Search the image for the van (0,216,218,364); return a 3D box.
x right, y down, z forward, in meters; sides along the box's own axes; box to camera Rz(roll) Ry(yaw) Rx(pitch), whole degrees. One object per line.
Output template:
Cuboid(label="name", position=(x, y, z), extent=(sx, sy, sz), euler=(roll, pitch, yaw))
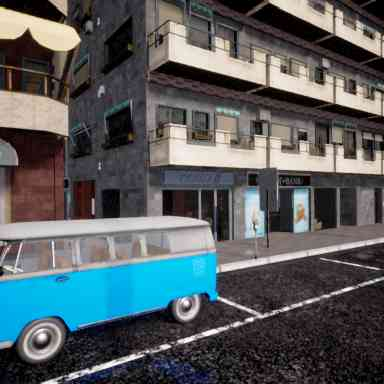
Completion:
Cuboid(label="van", position=(-1.440, 1.341, 5.545), extent=(3.998, 1.788, 1.690), euler=(0, 0, -36))
